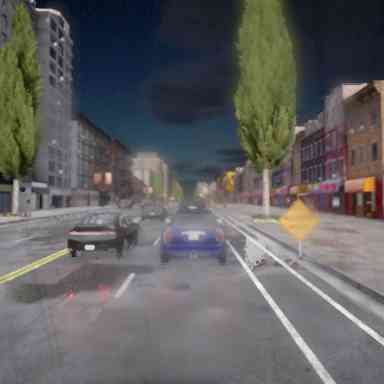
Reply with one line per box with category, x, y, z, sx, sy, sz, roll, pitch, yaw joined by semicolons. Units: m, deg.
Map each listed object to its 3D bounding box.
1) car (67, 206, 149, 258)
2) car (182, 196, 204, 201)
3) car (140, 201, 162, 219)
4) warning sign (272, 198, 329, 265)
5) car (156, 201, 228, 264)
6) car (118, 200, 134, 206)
car;-3.176;1.526;12.819;2.128;1.511;4.902;0;0;0
car;0.070;1.365;26.799;2.150;2.045;5.566;0;0;0
car;-3.167;1.724;28.710;1.994;1.385;4.181;0;-1;0
warning sign;3.203;1.135;9.947;1.300;1.860;1.060;-2;-2;0
car;0.068;1.382;12.109;2.097;1.767;4.553;0;0;0
car;-9.820;1.920;49.629;1.837;1.490;4.892;0;-1;0
